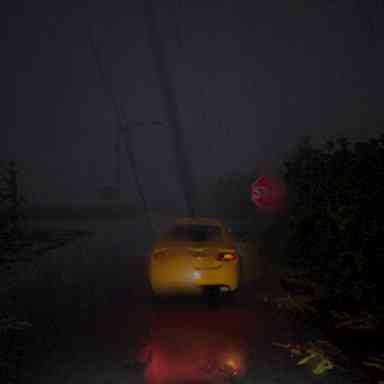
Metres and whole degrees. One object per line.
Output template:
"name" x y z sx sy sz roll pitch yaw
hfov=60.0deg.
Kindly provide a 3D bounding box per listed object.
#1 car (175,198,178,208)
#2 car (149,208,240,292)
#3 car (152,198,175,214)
"car" -3.260 1.762 54.783 1.882 1.535 5.008 0 0 0
"car" 0.067 1.406 8.721 1.882 1.535 5.008 0 0 1
"car" -3.260 1.693 37.363 1.812 1.442 4.674 0 -1 0
